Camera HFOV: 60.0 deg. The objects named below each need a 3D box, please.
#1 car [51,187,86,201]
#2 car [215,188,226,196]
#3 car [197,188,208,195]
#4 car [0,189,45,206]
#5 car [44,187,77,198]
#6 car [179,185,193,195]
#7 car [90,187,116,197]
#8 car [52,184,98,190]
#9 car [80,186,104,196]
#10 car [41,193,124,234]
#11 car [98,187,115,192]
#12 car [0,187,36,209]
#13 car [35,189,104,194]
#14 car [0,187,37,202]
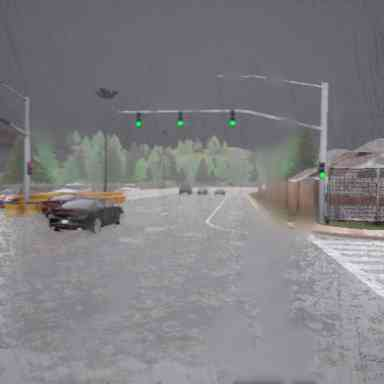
[{"bbox_3d":[-15.477,0.173,42.024,1.882,1.535,5.008,1,1,8],"label":"car"},{"bbox_3d":[5.721,-0.020,67.066,1.994,1.385,4.181,1,1,8],"label":"car"},{"bbox_3d":[2.232,-0.154,67.377,2.128,1.511,4.902,1,1,8],"label":"car"},{"bbox_3d":[-16.856,0.460,32.385,2.033,1.411,5.357,1,1,8],"label":"car"},{"bbox_3d":[-18.347,0.028,46.544,2.128,1.511,4.902,1,1,8],"label":"car"},{"bbox_3d":[-1.215,-0.497,67.953,2.150,2.045,5.566,1,1,8],"label":"car"},{"bbox_3d":[-13.957,0.006,52.564,2.033,1.411,5.357,1,1,8],"label":"car"},{"bbox_3d":[-12.776,0.105,36.201,2.150,2.045,5.566,1,1,8],"label":"car"},{"bbox_3d":[-16.924,-0.200,56.633,2.128,1.511,4.902,1,1,8],"label":"car"},{"bbox_3d":[-4.810,0.994,15.930,1.882,1.535,5.008,1,1,8],"label":"car"},{"bbox_3d":[-11.433,0.238,45.531,1.994,1.385,4.181,1,1,9],"label":"car"},{"bbox_3d":[-14.107,0.449,26.725,2.097,1.767,4.553,1,1,8],"label":"car"},{"bbox_3d":[-7.586,0.813,21.375,1.882,1.535,5.008,1,1,8],"label":"car"},{"bbox_3d":[-19.700,0.224,37.229,1.882,1.535,5.008,1,1,8],"label":"car"}]
